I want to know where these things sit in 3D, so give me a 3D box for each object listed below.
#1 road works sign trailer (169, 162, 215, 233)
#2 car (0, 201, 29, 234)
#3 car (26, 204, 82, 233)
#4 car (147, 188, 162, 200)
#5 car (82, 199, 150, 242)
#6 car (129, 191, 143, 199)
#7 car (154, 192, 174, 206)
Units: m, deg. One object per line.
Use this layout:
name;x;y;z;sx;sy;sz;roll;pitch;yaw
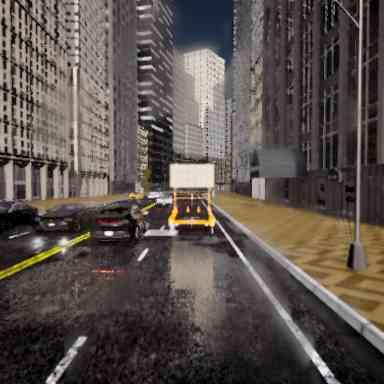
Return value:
road works sign trailer;0.009;0.213;17.595;2.380;3.560;2.880;0;1;1
car;-9.841;1.242;17.493;2.128;1.511;4.902;0;1;0
car;-6.590;1.313;17.583;1.994;1.385;4.181;0;1;0
car;-6.513;0.389;59.082;2.150;2.045;5.566;0;1;1
car;-3.148;1.290;15.012;1.837;1.490;4.892;0;1;0
car;-9.762;0.652;58.216;1.882;1.535;5.008;0;1;1
car;-3.142;1.027;40.271;1.895;1.301;4.718;0;1;0
